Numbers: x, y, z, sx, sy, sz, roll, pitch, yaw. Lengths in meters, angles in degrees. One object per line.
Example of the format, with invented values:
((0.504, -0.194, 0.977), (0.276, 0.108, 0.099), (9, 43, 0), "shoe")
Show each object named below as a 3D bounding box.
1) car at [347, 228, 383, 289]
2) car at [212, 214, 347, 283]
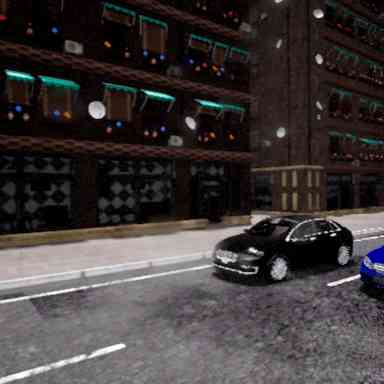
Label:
((5.871, 1.469, 7.869), (4.674, 1.442, 1.812), (0, 0, -35), "car")
((2.792, 1.457, 9.666), (4.892, 1.490, 1.837), (0, 0, -35), "car")
